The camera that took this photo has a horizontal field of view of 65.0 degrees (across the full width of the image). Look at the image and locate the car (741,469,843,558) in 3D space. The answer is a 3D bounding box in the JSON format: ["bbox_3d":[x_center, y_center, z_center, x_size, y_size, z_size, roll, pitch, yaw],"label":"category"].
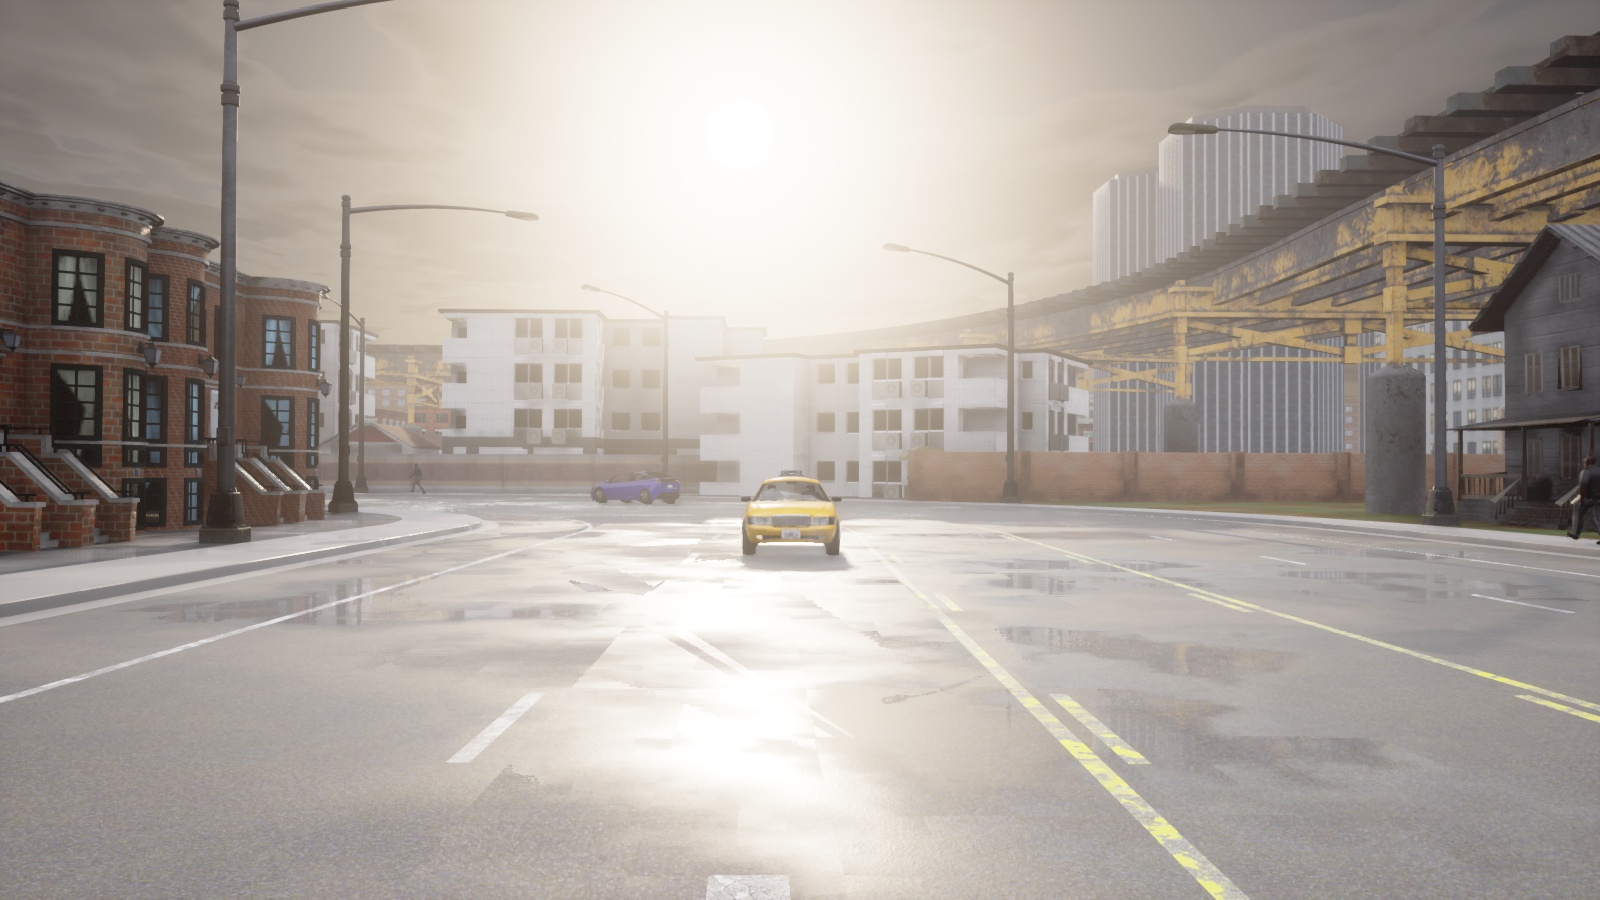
[{"bbox_3d":[-0.164,1.172,24.915,1.801,1.575,5.366,0,-1,0],"label":"car"}]

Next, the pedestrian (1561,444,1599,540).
[{"bbox_3d":[15.649,0.824,24.893,0.563,1.883,0.849,0,-1,-5],"label":"pedestrian"}]

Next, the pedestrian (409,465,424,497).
[{"bbox_3d":[-21.917,1.760,71.824,0.726,1.835,0.370,0,-1,7],"label":"pedestrian"}]

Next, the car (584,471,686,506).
[{"bbox_3d":[-7.645,1.765,58.099,4.514,1.525,2.007,-1,-1,36],"label":"car"}]
